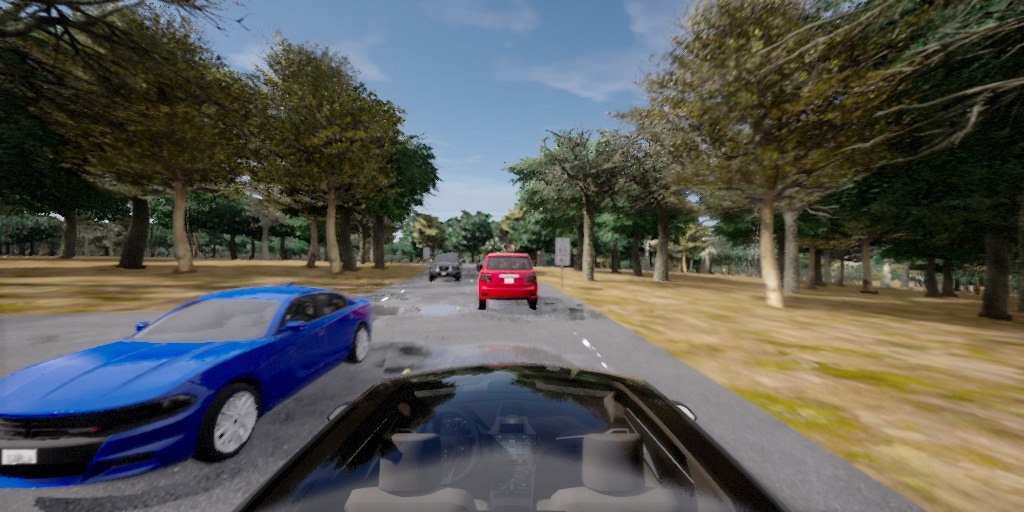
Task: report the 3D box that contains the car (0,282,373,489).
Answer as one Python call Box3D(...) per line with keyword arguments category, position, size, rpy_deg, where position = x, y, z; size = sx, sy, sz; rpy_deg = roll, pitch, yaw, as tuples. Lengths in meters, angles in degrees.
Box3D(category="car", position=(-3.661, 1.201, 5.136), size=(1.882, 1.535, 5.008), rpy_deg=(0, 0, -1))

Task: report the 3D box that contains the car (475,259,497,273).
Box3D(category="car", position=(-3.036, 1.118, 41.464), size=(2.033, 1.411, 5.357), rpy_deg=(0, 0, -9))

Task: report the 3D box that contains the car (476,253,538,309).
Box3D(category="car", position=(-0.239, 0.907, 14.704), size=(2.150, 2.045, 5.566), rpy_deg=(0, 0, -3))

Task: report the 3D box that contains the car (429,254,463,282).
Box3D(category="car", position=(-4.937, 0.830, 27.239), size=(2.150, 2.045, 5.566), rpy_deg=(0, 0, -6))
